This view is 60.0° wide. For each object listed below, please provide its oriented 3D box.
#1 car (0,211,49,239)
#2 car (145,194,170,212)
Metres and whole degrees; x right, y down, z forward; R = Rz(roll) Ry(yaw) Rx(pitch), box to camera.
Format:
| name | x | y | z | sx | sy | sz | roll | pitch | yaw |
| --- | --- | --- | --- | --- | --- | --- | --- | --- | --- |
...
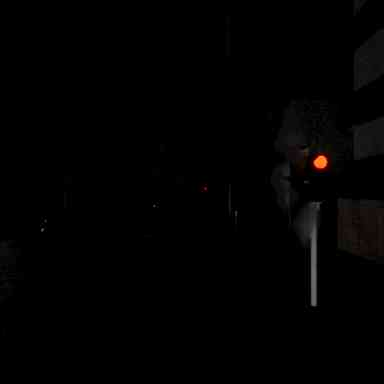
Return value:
| name | x | y | z | sx | sy | sz | roll | pitch | yaw |
| --- | --- | --- | --- | --- | --- | --- | --- | --- | --- |
| car | -9.736 | 1.601 | 16.474 | 4.718 | 1.301 | 1.895 | 0 | 0 | -8 |
| car | -4.154 | 1.221 | 39.647 | 2.150 | 2.045 | 5.566 | 0 | 0 | 0 |
